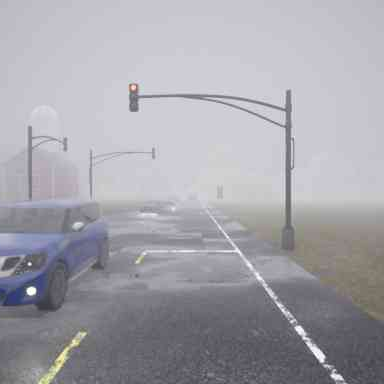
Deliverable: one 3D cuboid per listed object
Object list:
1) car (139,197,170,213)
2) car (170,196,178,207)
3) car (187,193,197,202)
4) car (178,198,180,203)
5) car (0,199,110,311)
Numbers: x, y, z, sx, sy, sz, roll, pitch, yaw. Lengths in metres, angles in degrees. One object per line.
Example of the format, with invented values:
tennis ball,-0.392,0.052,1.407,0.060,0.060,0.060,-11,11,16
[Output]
car,-4.226,1.542,36.211,1.994,1.385,4.181,0,0,12
car,-3.552,1.435,50.331,1.882,1.535,5.008,0,0,0
car,0.066,1.134,74.756,2.150,2.045,5.566,0,0,0
car,-3.462,1.494,66.830,1.994,1.385,4.181,0,0,1
car,-3.591,1.219,8.088,2.150,2.045,5.566,0,0,0
